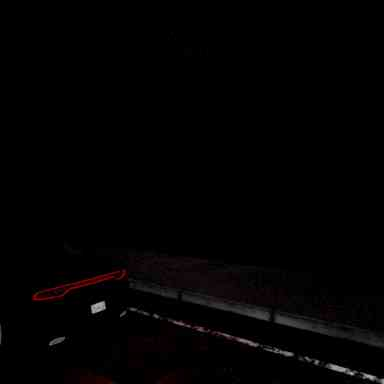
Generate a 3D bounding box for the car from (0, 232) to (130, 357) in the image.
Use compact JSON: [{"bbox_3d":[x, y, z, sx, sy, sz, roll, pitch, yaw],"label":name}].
[{"bbox_3d":[-3.372,1.479,6.094,5.008,1.535,1.882,0,0,34],"label":"car"}]
